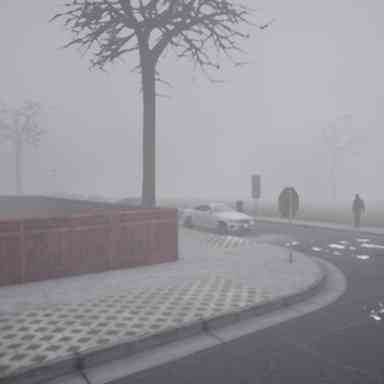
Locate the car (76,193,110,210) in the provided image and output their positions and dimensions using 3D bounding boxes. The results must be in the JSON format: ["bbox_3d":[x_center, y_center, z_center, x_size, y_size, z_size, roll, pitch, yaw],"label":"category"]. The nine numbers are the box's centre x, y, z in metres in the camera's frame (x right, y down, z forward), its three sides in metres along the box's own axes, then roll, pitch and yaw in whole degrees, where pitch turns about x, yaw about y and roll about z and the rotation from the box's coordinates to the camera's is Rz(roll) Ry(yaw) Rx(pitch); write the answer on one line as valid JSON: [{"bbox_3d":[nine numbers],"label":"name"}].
[{"bbox_3d":[-9.691,1.032,33.354,1.812,1.442,4.674,0,1,-36],"label":"car"}]

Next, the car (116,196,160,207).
[{"bbox_3d":[-4.217,1.130,25.743,1.882,1.535,5.008,0,1,-36],"label":"car"}]

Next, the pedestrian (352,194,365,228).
[{"bbox_3d":[8.787,0.978,17.716,0.375,1.860,0.375,1,0,-36],"label":"pedestrian"}]

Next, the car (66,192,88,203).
[{"bbox_3d":[-16.745,0.800,48.152,1.994,1.385,4.181,0,1,-34],"label":"car"}]

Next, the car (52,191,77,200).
[{"bbox_3d":[-15.676,0.946,41.719,1.895,1.301,4.718,0,1,-35],"label":"car"}]

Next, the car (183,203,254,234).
[{"bbox_3d":[1.285,1.323,18.106,1.812,1.442,4.674,0,1,-36],"label":"car"}]

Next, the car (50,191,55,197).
[{"bbox_3d":[-22.616,0.579,56.313,1.837,1.490,4.892,0,1,-36],"label":"car"}]
